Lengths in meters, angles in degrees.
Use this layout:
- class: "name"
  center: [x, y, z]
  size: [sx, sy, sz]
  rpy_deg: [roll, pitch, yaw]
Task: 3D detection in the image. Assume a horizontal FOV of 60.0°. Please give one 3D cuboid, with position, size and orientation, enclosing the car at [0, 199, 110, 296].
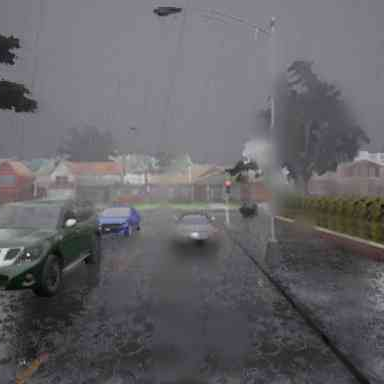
- class: "car"
  center: [-4.080, 1.230, 9.014]
  size: [2.150, 2.045, 5.566]
  rpy_deg: [0, 0, 0]

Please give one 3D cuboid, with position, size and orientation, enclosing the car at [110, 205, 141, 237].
- class: "car"
  center: [-3.989, 1.498, 18.250]
  size: [1.882, 1.535, 5.008]
  rpy_deg: [0, 0, 0]

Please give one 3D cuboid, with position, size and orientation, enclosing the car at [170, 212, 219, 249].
- class: "car"
  center: [0.107, 1.581, 14.559]
  size: [1.994, 1.385, 4.181]
  rpy_deg: [0, 0, 0]
